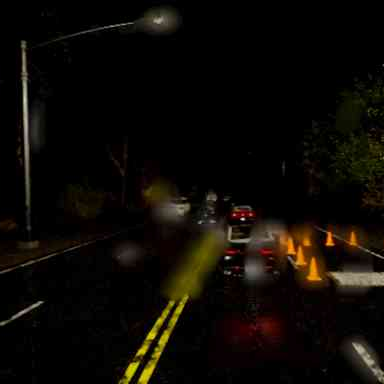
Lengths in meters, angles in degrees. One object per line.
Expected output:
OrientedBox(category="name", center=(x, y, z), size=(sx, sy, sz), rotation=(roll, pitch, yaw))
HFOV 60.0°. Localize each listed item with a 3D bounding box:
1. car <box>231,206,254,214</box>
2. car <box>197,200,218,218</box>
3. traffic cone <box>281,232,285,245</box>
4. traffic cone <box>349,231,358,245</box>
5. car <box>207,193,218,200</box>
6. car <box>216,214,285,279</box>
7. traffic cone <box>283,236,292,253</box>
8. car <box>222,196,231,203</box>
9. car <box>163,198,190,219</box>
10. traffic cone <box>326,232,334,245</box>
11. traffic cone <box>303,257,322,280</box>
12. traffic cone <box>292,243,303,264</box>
OrientedBox(category="car", center=(4.296, 1.838, 28.269), size=(1.895, 1.301, 4.718), rotation=(-2, 0, 8))
OrientedBox(category="car", center=(1.691, 1.879, 34.468), size=(2.033, 1.411, 5.357), rotation=(-2, 0, 8))
OrientedBox(category="traffic cone", center=(4.243, 2.142, 15.304), size=(0.340, 0.580, 0.340), rotation=(-2, 0, 8))
OrientedBox(category="traffic cone", center=(7.213, 2.059, 14.892), size=(0.340, 0.580, 0.340), rotation=(-2, 0, 8))
OrientedBox(category="car", center=(4.623, 1.364, 75.891), size=(2.150, 2.045, 5.566), rotation=(-2, 0, 9))
OrientedBox(category="car", center=(1.849, 1.738, 10.877), size=(1.837, 1.490, 4.892), rotation=(-2, 0, 8))
OrientedBox(category="traffic cone", center=(3.969, 2.141, 13.322), size=(0.340, 0.580, 0.340), rotation=(-2, 0, 8))
OrientedBox(category="car", center=(7.848, 1.574, 75.430), size=(2.128, 1.511, 4.902), rotation=(-2, 0, 9))
OrientedBox(category="car", center=(-1.526, 1.644, 34.975), size=(2.150, 2.045, 5.566), rotation=(-2, 0, 8))
OrientedBox(category="traffic cone", center=(6.223, 2.086, 15.030), size=(0.340, 0.580, 0.340), rotation=(-2, 0, 8))
OrientedBox(category="traffic cone", center=(3.420, 2.138, 9.361), size=(0.340, 0.580, 0.340), rotation=(-2, 0, 8))
OrientedBox(category="traffic cone", center=(3.694, 2.140, 11.341), size=(0.340, 0.580, 0.340), rotation=(-2, 0, 8))
